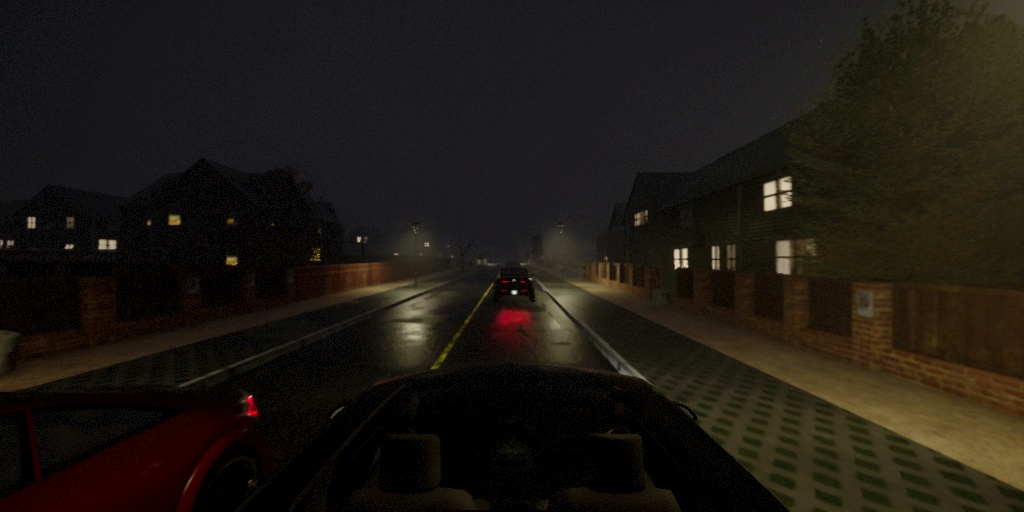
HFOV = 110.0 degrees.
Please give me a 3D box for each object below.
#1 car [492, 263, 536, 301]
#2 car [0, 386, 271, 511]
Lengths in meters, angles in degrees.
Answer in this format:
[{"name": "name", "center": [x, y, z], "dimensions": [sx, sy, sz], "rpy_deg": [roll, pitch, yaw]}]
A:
[{"name": "car", "center": [0.097, 1.262, 17.253], "dimensions": [1.837, 1.490, 4.892], "rpy_deg": [0, 0, 0]}, {"name": "car", "center": [-2.846, 1.312, 1.027], "dimensions": [1.994, 1.385, 4.181], "rpy_deg": [0, 0, 0]}]
